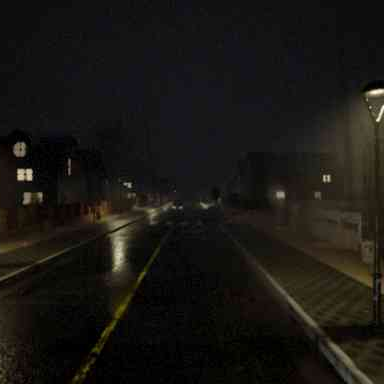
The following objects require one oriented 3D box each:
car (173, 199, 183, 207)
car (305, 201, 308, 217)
[{"bbox_3d":[-2.749,2.112,65.250,2.033,1.411,5.357,0,-1,0],"label":"car"},{"bbox_3d":[11.390,1.555,30.362,4.902,1.511,2.128,-1,-1,0],"label":"car"}]
